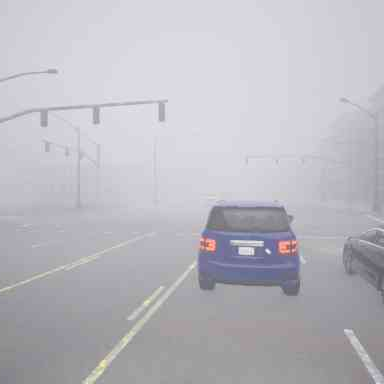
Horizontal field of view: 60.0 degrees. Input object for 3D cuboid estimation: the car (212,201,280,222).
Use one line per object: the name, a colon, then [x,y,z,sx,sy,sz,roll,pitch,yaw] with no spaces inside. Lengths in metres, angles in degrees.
car: [4.395,1.523,27.701,5.357,1.411,2.033,0,0,40]

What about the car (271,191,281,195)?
car: [19.057,0.719,74.746,2.097,1.767,4.553,0,1,11]

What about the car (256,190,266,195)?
car: [15.635,0.916,75.481,1.994,1.385,4.181,0,1,11]

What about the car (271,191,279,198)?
car: [21.056,0.622,84.592,1.837,1.490,4.892,0,1,11]

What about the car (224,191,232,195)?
car: [6.857,0.762,67.512,2.150,2.045,5.566,0,1,12]

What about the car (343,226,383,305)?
car: [4.822,1.493,7.462,2.128,1.511,4.902,0,0,11]

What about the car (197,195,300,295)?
car: [1.562,1.223,9.000,2.150,2.045,5.566,0,0,11]

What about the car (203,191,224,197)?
car: [2.867,1.078,48.230,2.150,2.045,5.566,0,1,12]
